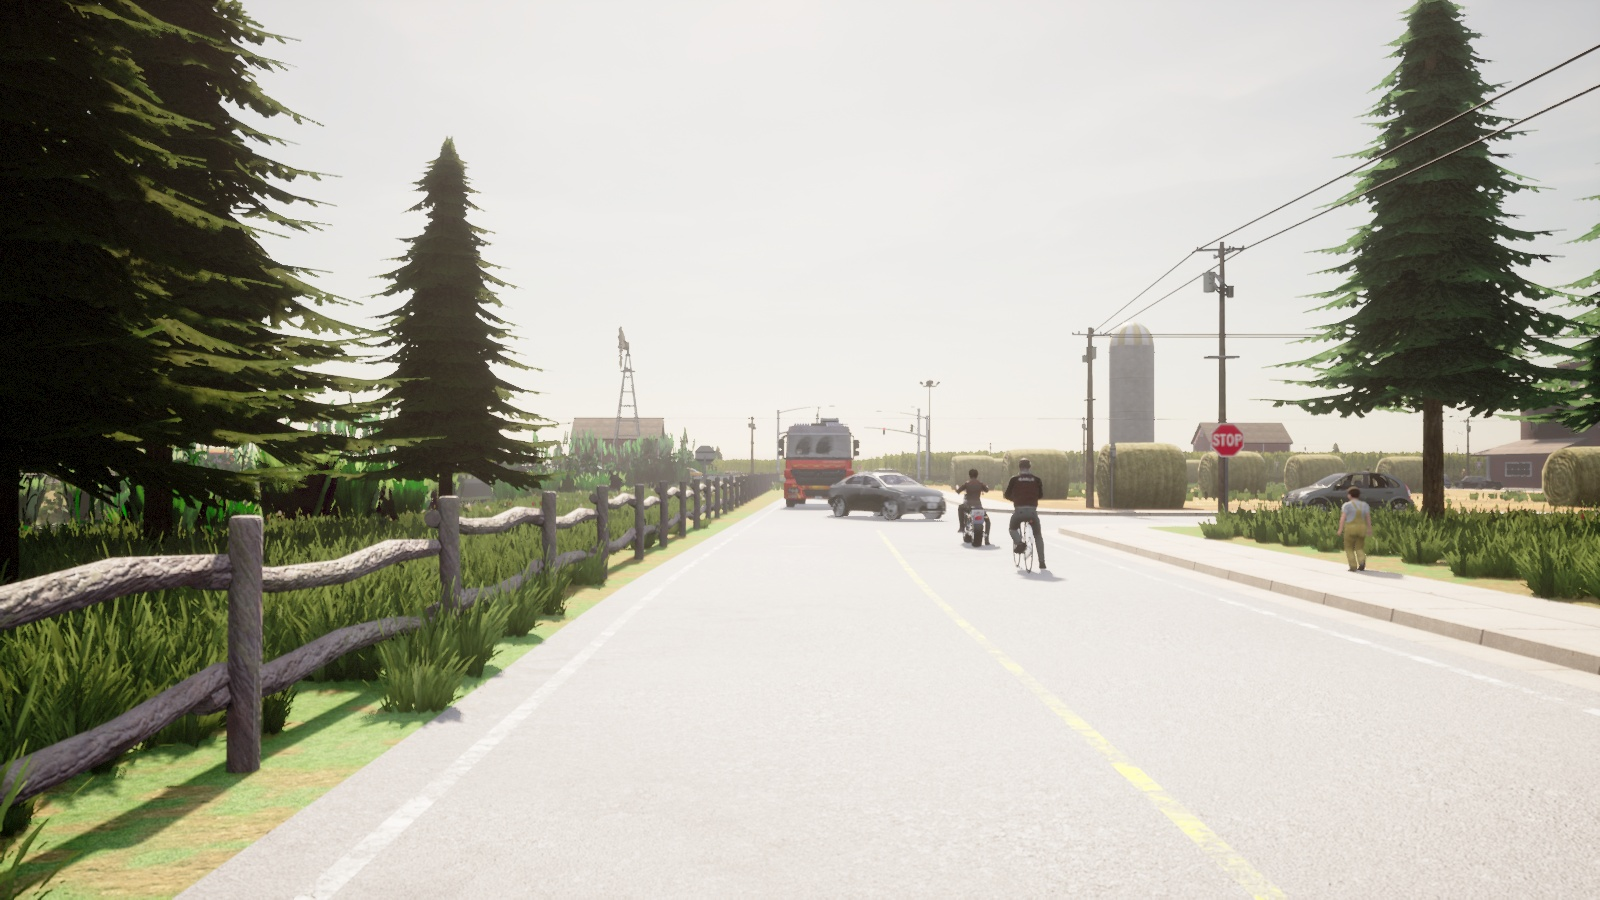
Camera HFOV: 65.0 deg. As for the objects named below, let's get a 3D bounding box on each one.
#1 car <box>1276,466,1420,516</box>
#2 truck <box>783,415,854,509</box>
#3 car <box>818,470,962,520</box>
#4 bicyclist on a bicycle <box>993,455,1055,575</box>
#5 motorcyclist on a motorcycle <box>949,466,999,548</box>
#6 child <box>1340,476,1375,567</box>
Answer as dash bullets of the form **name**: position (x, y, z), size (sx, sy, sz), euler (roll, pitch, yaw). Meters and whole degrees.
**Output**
- **car**: position (18.218, 1.344, 41.878), size (3.988, 1.617, 1.851), euler (0, -1, -1)
- **truck**: position (0.863, 0.532, 55.356), size (2.891, 3.827, 8.468), euler (0, -1, 1)
- **car**: position (2.847, 1.425, 40.814), size (2.128, 1.511, 4.902), euler (0, -1, -33)
- **bicyclist on a bicycle**: position (3.486, 0.980, 19.637), size (0.659, 1.776, 1.843), euler (0, -1, 1)
- **motorcyclist on a motorcycle**: position (3.640, 1.170, 26.467), size (0.766, 1.649, 2.350), euler (0, -1, 1)
- **child**: position (7.870, 1.002, 17.738), size (0.270, 1.263, 0.437), euler (0, -1, -3)
